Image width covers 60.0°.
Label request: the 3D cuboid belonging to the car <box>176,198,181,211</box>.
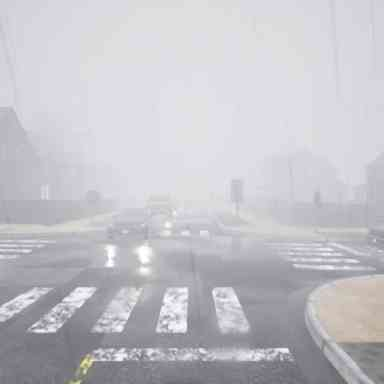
[{"bbox_3d":[-2.900,1.453,42.993,2.097,1.767,4.553,0,0,0],"label":"car"}]

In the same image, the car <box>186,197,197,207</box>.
[{"bbox_3d":[-0.084,1.758,56.170,1.994,1.385,4.181,0,0,0],"label":"car"}]

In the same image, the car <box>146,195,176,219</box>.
[{"bbox_3d":[-2.892,1.263,30.335,2.150,2.045,5.566,0,0,0],"label":"car"}]

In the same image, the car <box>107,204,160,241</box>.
[{"bbox_3d":[-2.874,1.500,16.692,1.812,1.442,4.674,0,-1,0],"label":"car"}]

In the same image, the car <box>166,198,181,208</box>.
[{"bbox_3d":[-2.888,1.667,53.719,2.128,1.511,4.902,0,0,0],"label":"car"}]

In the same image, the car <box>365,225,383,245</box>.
[{"bbox_3d":[10.337,1.687,13.910,5.357,1.411,2.033,1,1,2],"label":"car"}]

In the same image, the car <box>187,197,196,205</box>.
[{"bbox_3d":[-0.100,1.783,66.179,1.837,1.490,4.892,0,-1,0],"label":"car"}]
